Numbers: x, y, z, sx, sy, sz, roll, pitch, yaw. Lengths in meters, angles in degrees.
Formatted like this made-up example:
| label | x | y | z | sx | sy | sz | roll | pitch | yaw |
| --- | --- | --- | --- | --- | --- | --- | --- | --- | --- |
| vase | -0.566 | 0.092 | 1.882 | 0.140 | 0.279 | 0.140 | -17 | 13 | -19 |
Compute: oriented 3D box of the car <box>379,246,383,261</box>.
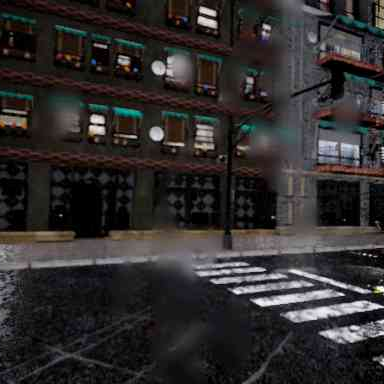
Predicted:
| label | x | y | z | sx | sy | sz | roll | pitch | yaw |
| --- | --- | --- | --- | --- | --- | --- | --- | --- | --- |
| car | 8.968 | 2.076 | 12.199 | 4.181 | 1.385 | 1.994 | 2 | -2 | -24 |
